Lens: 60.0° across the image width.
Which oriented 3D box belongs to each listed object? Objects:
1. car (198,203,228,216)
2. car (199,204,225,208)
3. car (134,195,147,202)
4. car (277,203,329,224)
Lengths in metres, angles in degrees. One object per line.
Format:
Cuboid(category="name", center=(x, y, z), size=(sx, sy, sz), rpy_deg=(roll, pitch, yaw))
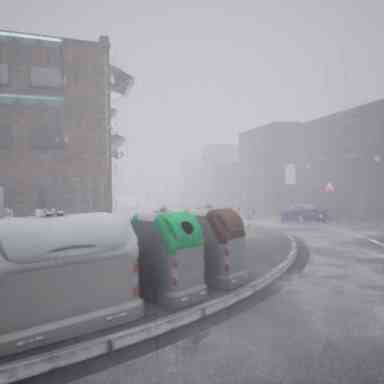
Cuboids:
Cuboid(category="car", center=(2.619, 2.321, 43.107), size=(1.882, 1.535, 5.008), rpy_deg=(-2, -3, -20))
Cuboid(category="car", center=(1.821, 2.168, 35.802), size=(2.128, 1.511, 4.902), rpy_deg=(-1, -2, -19))
Cuboid(category="car", center=(-11.615, 1.717, 74.207), size=(2.150, 2.045, 5.566), rpy_deg=(-1, 2, -19))
Cuboid(category="car", center=(8.409, 1.620, 25.731), size=(1.882, 1.535, 5.008), rpy_deg=(-1, -2, -15))
